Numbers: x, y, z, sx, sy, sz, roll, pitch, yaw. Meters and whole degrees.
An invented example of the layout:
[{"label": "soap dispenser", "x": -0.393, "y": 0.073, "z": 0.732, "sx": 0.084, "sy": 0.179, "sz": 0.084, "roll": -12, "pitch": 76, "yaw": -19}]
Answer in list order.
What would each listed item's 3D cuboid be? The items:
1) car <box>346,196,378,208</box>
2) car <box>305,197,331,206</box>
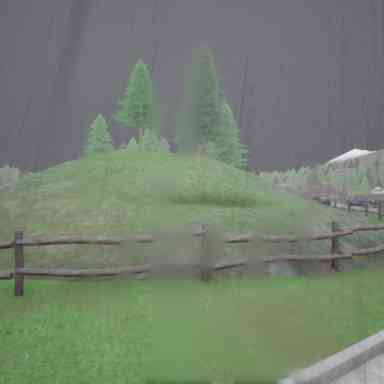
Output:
[{"label": "car", "x": 24.825, "y": 1.352, "z": 48.726, "sx": 2.097, "sy": 1.767, "sz": 4.553, "roll": 0, "pitch": 0, "yaw": -16}, {"label": "car", "x": 20.061, "y": 1.505, "z": 53.074, "sx": 1.837, "sy": 1.490, "sz": 4.892, "roll": 0, "pitch": 0, "yaw": -15}]
